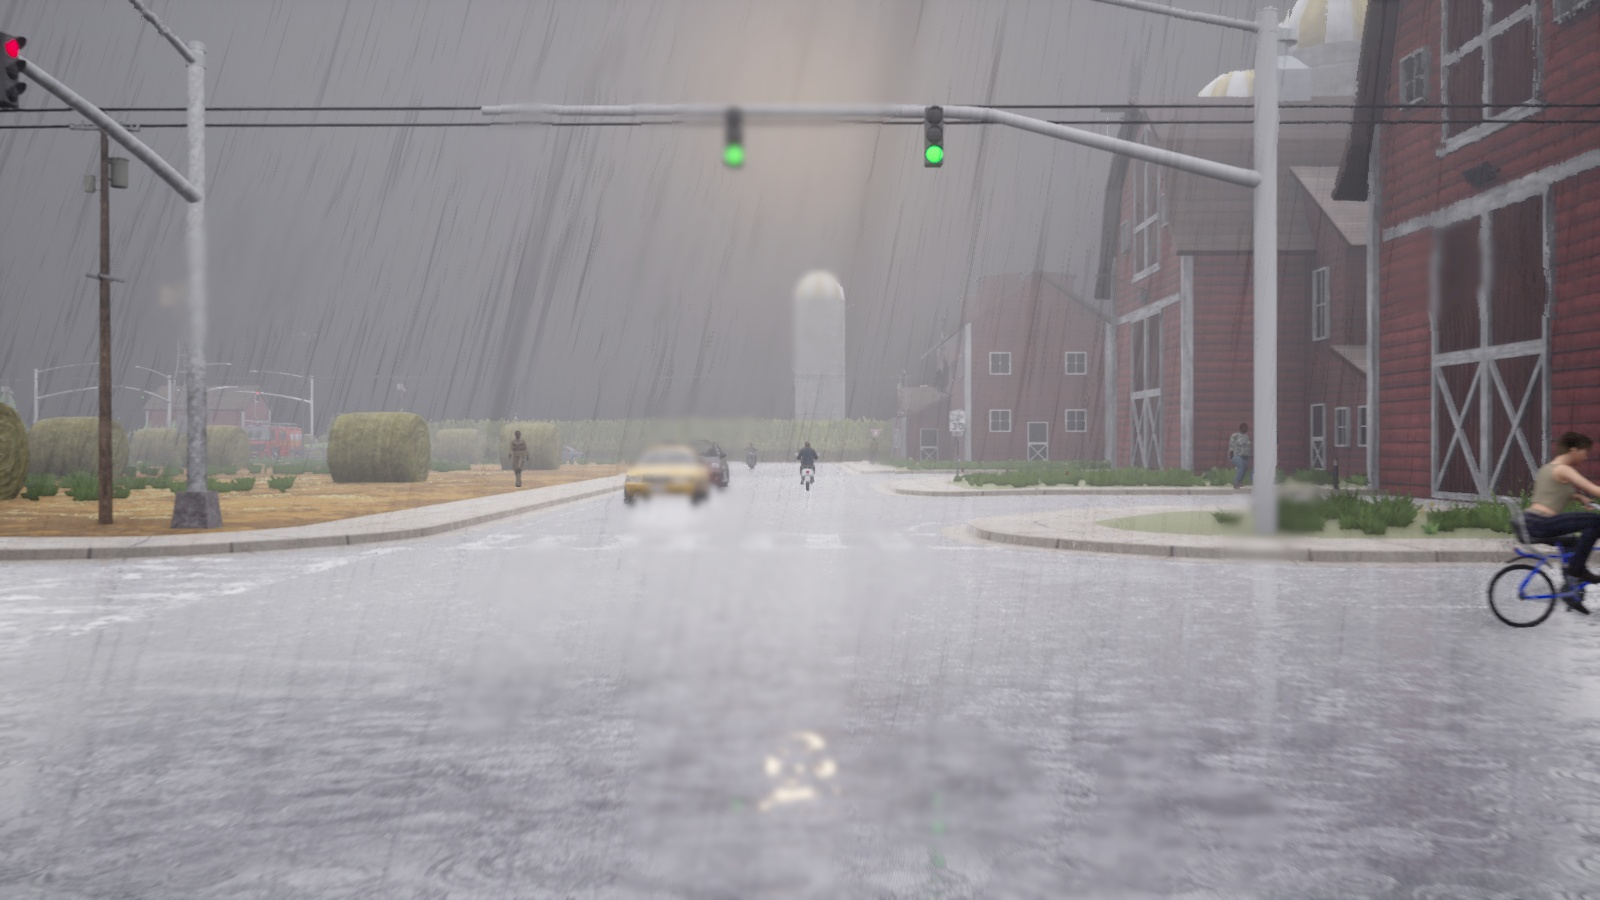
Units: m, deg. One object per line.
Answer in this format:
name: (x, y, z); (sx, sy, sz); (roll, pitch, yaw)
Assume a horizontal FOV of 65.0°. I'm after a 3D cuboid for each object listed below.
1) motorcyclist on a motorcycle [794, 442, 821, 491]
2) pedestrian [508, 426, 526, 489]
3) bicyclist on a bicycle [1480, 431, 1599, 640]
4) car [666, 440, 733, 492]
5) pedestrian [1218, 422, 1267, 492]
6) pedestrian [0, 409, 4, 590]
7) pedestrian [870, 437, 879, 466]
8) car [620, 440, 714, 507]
motorcyclist on a motorcycle: (0.255, 0.539, 41.987); (0.866, 1.590, 1.817); (0, 0, 0)
pedestrian: (-8.814, 0.234, 39.124); (0.396, 1.930, 0.692); (0, 0, -1)
bicyclist on a bicycle: (6.454, 0.666, 10.117); (1.509, 1.612, 0.866); (0, -1, 8)
car: (-3.249, 0.484, 41.207); (1.851, 1.617, 3.988); (0, 0, 0)
pedestrian: (12.038, 0.188, 34.194); (0.874, 1.855, 0.900); (0, 0, -21)
pedestrian: (-8.692, 0.510, 12.564); (0.874, 1.855, 0.900); (0, 0, 3)
pedestrian: (4.726, 0.103, 79.694); (0.431, 1.840, 0.709); (0, 0, -11)
car: (-3.303, 0.556, 32.096); (1.801, 1.575, 5.366); (0, 0, 0)
